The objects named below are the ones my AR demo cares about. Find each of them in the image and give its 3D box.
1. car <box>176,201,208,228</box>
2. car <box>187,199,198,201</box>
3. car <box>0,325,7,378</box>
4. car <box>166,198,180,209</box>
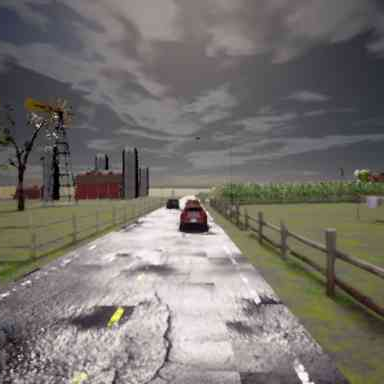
[{"bbox_3d":[0.109,1.604,22.902,1.812,1.442,4.674,0,0,0],"label":"car"},{"bbox_3d":[0.105,1.624,40.910,1.882,1.535,5.008,0,0,0],"label":"car"},{"bbox_3d":[-2.751,1.532,1.534,1.812,1.442,4.674,0,0,0],"label":"car"},{"bbox_3d":[-2.755,1.670,49.118,1.882,1.535,5.008,0,0,0],"label":"car"}]
